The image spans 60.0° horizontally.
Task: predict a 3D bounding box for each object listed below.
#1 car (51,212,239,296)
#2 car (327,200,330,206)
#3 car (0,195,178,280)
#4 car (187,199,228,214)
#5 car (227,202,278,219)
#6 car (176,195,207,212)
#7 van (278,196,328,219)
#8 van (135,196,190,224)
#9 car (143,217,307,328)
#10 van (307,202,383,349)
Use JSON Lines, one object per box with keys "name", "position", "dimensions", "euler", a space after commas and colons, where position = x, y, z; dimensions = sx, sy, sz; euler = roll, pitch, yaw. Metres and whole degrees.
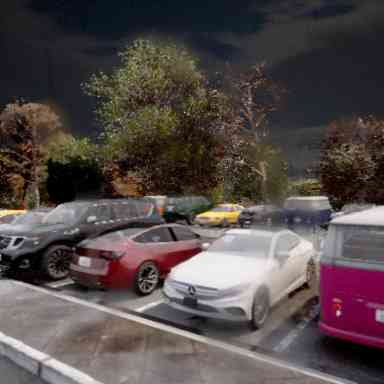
{"name": "car", "position": [-0.914, 1.523, 8.952], "dimensions": [2.163, 1.488, 4.792], "euler": [0, 0, 36]}
{"name": "car", "position": [9.073, 1.363, 17.818], "dimensions": [2.185, 1.767, 4.553], "euler": [0, 0, 36]}
{"name": "car", "position": [-3.207, 1.246, 10.519], "dimensions": [2.435, 2.045, 5.566], "euler": [0, 0, 36]}
{"name": "car", "position": [2.224, 1.498, 22.521], "dimensions": [1.946, 1.575, 5.366], "euler": [0, 0, 36]}
{"name": "car", "position": [4.579, 1.497, 21.058], "dimensions": [2.231, 1.521, 4.892], "euler": [0, 0, 36]}
{"name": "car", "position": [0.094, 1.260, 24.304], "dimensions": [2.435, 2.045, 5.566], "euler": [-1, 0, 36]}
{"name": "van", "position": [6.905, 1.266, 19.548], "dimensions": [1.878, 1.987, 4.442], "euler": [0, 0, 36]}
{"name": "van", "position": [-2.208, 1.306, 26.058], "dimensions": [1.878, 1.987, 4.442], "euler": [-1, 0, 36]}
{"name": "car", "position": [1.329, 1.530, 7.317], "dimensions": [2.002, 1.452, 4.674], "euler": [0, 0, 36]}
{"name": "van", "position": [3.654, 1.261, 5.796], "dimensions": [1.878, 1.987, 4.442], "euler": [0, 0, 36]}
